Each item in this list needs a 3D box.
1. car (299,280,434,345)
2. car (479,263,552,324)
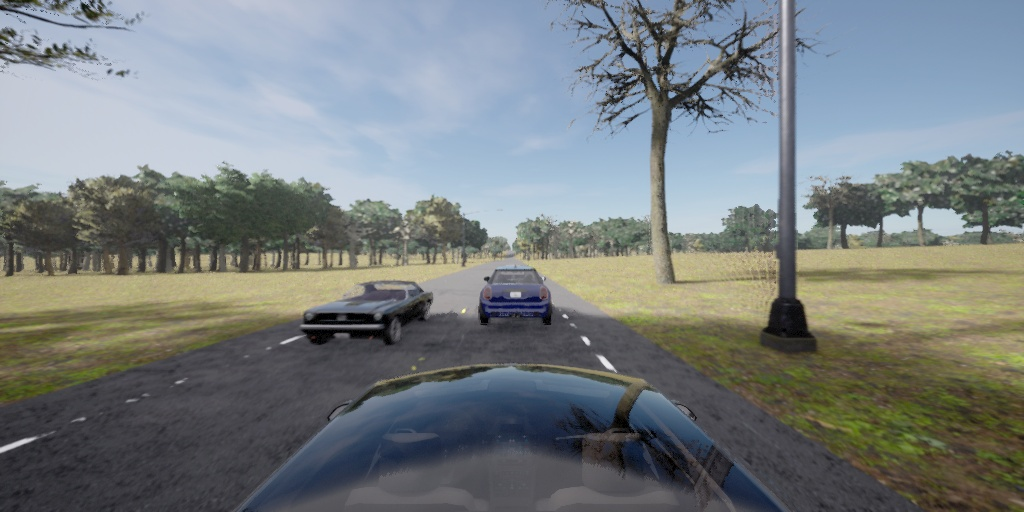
[{"bbox_3d":[-3.512,1.348,9.638,1.895,1.301,4.718,0,0,0],"label":"car"},{"bbox_3d":[0.102,1.098,12.099,2.097,1.767,4.553,0,0,0],"label":"car"}]
